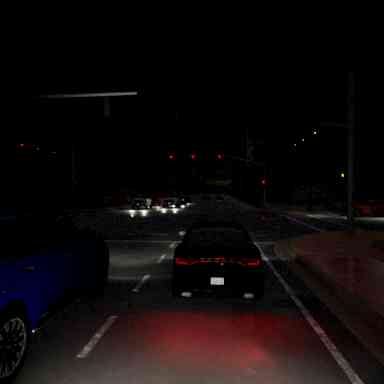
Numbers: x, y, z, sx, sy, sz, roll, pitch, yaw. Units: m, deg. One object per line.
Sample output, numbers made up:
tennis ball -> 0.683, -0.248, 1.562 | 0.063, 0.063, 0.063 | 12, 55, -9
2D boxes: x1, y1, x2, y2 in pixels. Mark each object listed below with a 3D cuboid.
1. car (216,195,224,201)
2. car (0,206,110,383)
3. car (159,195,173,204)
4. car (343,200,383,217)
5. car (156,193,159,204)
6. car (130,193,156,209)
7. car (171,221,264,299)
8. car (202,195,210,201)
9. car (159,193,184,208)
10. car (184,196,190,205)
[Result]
car -> 7.078, 1.553, 84.746 | 1.994, 1.385, 4.181 | 0, 0, 5
car -> -3.081, 1.221, 5.436 | 2.150, 2.045, 5.566 | 0, 0, 3
car -> -5.036, 1.478, 65.621 | 1.882, 1.535, 5.008 | 0, 0, 5
car -> 16.717, 1.478, 30.924 | 5.008, 1.535, 1.882 | 0, 0, 5
car -> -5.900, 1.221, 55.576 | 2.150, 2.045, 5.566 | 0, 0, 5
car -> -6.767, 1.221, 45.265 | 2.150, 2.045, 5.566 | 0, 0, 3
car -> 0.636, 1.478, 8.549 | 1.882, 1.535, 5.008 | 0, 0, 4
car -> 3.561, 1.524, 84.681 | 1.812, 1.442, 4.674 | 0, 0, 5
car -> -2.940, 1.221, 48.879 | 2.150, 2.045, 5.566 | 0, 0, 4
car -> -2.139, 1.352, 58.536 | 2.097, 1.767, 4.553 | 0, 0, 5
